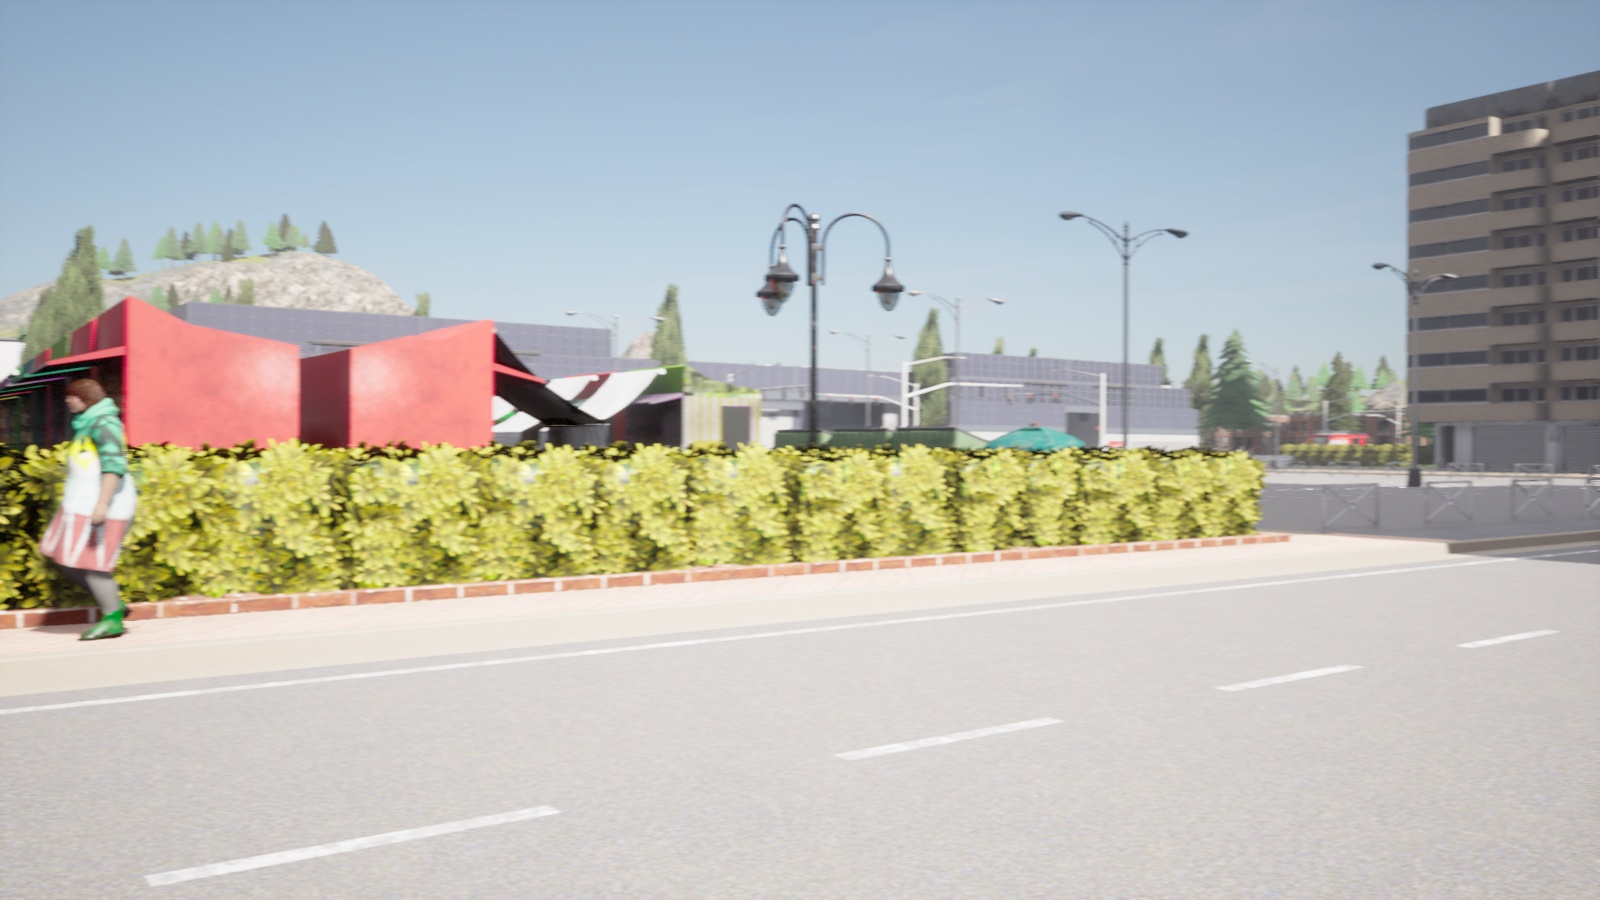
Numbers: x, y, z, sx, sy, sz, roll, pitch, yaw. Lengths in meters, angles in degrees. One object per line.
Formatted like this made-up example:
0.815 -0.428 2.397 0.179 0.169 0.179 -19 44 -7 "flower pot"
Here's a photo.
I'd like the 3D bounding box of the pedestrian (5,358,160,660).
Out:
-4.932 0.380 8.629 0.873 1.952 0.659 0 0 -34 "pedestrian"
